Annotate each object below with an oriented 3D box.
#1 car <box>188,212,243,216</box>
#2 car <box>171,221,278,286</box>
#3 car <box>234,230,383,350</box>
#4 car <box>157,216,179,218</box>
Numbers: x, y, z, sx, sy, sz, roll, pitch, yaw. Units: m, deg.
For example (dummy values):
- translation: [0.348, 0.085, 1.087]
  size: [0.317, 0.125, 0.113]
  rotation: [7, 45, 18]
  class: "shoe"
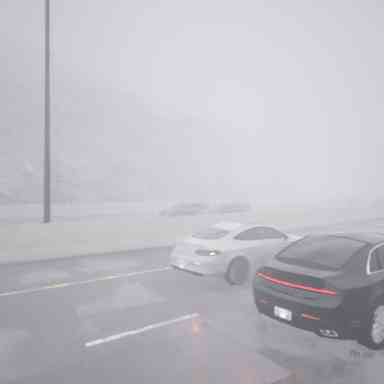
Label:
- translation: [2.023, 1.563, 23.540]
  size: [4.674, 1.442, 1.812]
  rotation: [0, 0, -40]
  class: "car"
- translation: [1.593, 1.540, 9.443]
  size: [4.674, 1.442, 1.812]
  rotation: [0, 0, -37]
  class: "car"
- translation: [3.246, 1.512, 6.307]
  size: [4.892, 1.490, 1.837]
  rotation: [0, 0, -37]
  class: "car"
- translation: [-0.446, 1.549, 26.042]
  size: [4.892, 1.490, 1.837]
  rotation: [0, 0, -40]
  class: "car"
